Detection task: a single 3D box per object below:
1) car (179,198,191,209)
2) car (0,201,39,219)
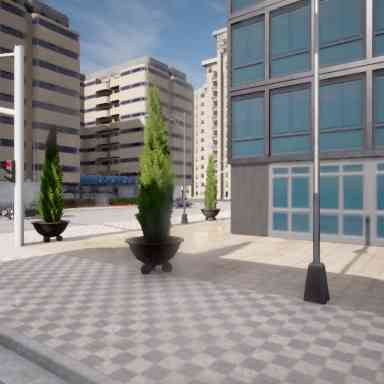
[{"bbox_3d":[-1.914,1.581,45.314,1.812,1.442,4.674,0,0,35],"label":"car"},{"bbox_3d":[-13.697,1.560,28.696,1.837,1.490,4.892,0,0,35],"label":"car"}]
